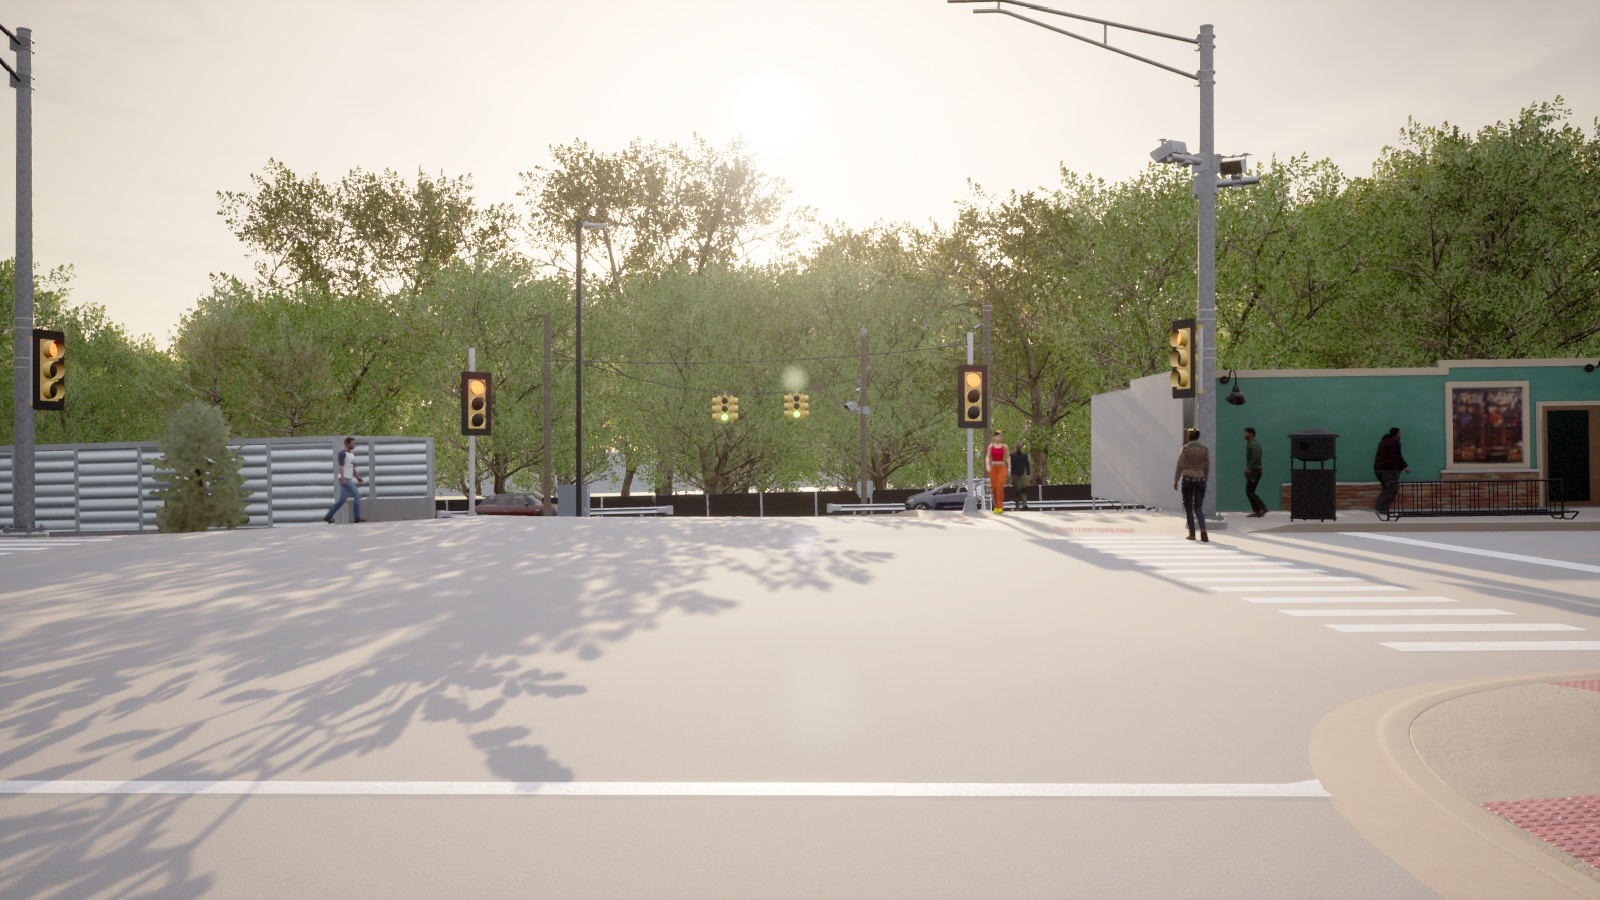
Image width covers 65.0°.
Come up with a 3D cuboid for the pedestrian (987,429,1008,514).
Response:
[{"bbox_3d":[4.336,0.465,27.512,0.345,1.836,0.594,0,0,21],"label":"pedestrian"}]

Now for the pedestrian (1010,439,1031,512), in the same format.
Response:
[{"bbox_3d":[5.632,0.652,32.048,0.402,1.842,0.726,0,0,-1],"label":"pedestrian"}]

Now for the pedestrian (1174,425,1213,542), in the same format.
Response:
[{"bbox_3d":[6.242,0.520,19.928,0.328,1.805,0.869,0,0,-2],"label":"pedestrian"}]

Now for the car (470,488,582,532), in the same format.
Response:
[{"bbox_3d":[-12.474,2.733,57.348,4.553,1.767,2.097,-2,0,6],"label":"car"}]

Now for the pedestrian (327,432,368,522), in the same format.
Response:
[{"bbox_3d":[-9.289,0.551,25.774,0.706,1.836,0.354,0,0,0],"label":"pedestrian"}]

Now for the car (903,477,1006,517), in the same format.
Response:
[{"bbox_3d":[7.190,2.190,58.496,4.611,1.667,2.242,-2,0,8],"label":"car"}]

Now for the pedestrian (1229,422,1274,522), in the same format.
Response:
[{"bbox_3d":[8.903,0.421,24.786,0.788,1.949,0.423,0,0,15],"label":"pedestrian"}]

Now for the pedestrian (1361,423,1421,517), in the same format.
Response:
[{"bbox_3d":[11.732,0.388,24.930,0.899,1.844,0.634,0,0,2],"label":"pedestrian"}]
